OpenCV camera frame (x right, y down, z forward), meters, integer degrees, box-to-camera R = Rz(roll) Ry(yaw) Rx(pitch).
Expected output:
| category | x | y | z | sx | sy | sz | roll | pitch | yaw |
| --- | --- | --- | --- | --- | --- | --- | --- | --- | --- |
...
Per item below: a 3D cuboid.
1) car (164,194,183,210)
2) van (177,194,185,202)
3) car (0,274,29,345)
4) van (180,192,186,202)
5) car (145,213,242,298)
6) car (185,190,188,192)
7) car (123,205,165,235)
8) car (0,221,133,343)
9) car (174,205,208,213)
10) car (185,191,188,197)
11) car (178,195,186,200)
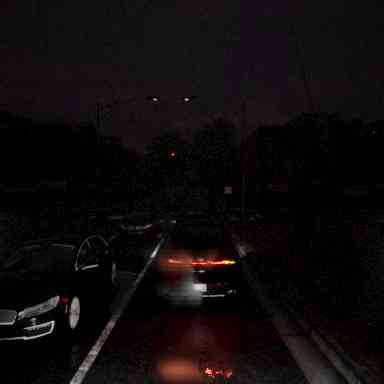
| category | x | y | z | sx | sy | sz | roll | pitch | yaw |
| --- | --- | --- | --- | --- | --- | --- | --- | --- | --- |
| car | -2.627 | 1.490 | 44.209 | 1.967 | 1.590 | 4.097 | -2 | 0 | 0 |
| van | -2.594 | 1.314 | 77.445 | 1.690 | 1.788 | 3.998 | -1 | 0 | 0 |
| car | -2.658 | 1.550 | 1.088 | 2.008 | 1.369 | 4.403 | -2 | 0 | 0 |
| van | -2.606 | 1.369 | 66.365 | 1.690 | 1.788 | 3.998 | -1 | 0 | 0 |
| car | 0.110 | 1.503 | 8.490 | 1.837 | 1.490 | 4.892 | 0 | 0 | 0 |
| car | -2.576 | 1.146 | 94.078 | 2.192 | 1.841 | 5.009 | -1 | 1 | 0 |
| car | -2.644 | 1.585 | 17.432 | 1.802 | 1.307 | 4.206 | -2 | 0 | 0 |
| car | -2.654 | 1.549 | 6.537 | 2.008 | 1.369 | 4.403 | -2 | 0 | 0 |
| car | 0.145 | 1.604 | 18.621 | 1.895 | 1.301 | 4.718 | 0 | 0 | 1 |
| car | -2.602 | 1.319 | 71.908 | 2.192 | 1.841 | 5.009 | -1 | 0 | 0 |
| car | -2.578 | 1.443 | 88.529 | 2.008 | 1.369 | 4.403 | -1 | 0 | 0 |
